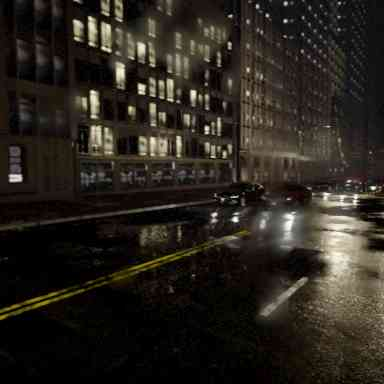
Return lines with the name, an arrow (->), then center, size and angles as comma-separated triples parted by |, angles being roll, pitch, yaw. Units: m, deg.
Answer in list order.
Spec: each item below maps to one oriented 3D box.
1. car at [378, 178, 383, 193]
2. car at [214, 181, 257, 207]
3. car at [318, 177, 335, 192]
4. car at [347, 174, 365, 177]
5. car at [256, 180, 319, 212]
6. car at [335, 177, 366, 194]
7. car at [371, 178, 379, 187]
car -> 21.169, -0.595, 34.817 | 1.994, 1.385, 4.181 | 3, 4, 36
car -> 3.291, 0.092, 21.891 | 1.837, 1.490, 4.892 | 3, 4, 36
car -> 15.212, -0.883, 37.979 | 1.882, 1.535, 5.008 | 3, 4, 37
car -> 25.810, -1.869, 52.170 | 2.150, 2.045, 5.566 | 3, 4, 36
car -> 5.802, 0.243, 19.815 | 1.812, 1.442, 4.674 | 3, 4, 36
car -> 16.810, -0.596, 34.693 | 1.994, 1.385, 4.181 | 3, 4, 37
car -> 28.443, -1.484, 50.285 | 1.994, 1.385, 4.181 | 3, 4, 36
